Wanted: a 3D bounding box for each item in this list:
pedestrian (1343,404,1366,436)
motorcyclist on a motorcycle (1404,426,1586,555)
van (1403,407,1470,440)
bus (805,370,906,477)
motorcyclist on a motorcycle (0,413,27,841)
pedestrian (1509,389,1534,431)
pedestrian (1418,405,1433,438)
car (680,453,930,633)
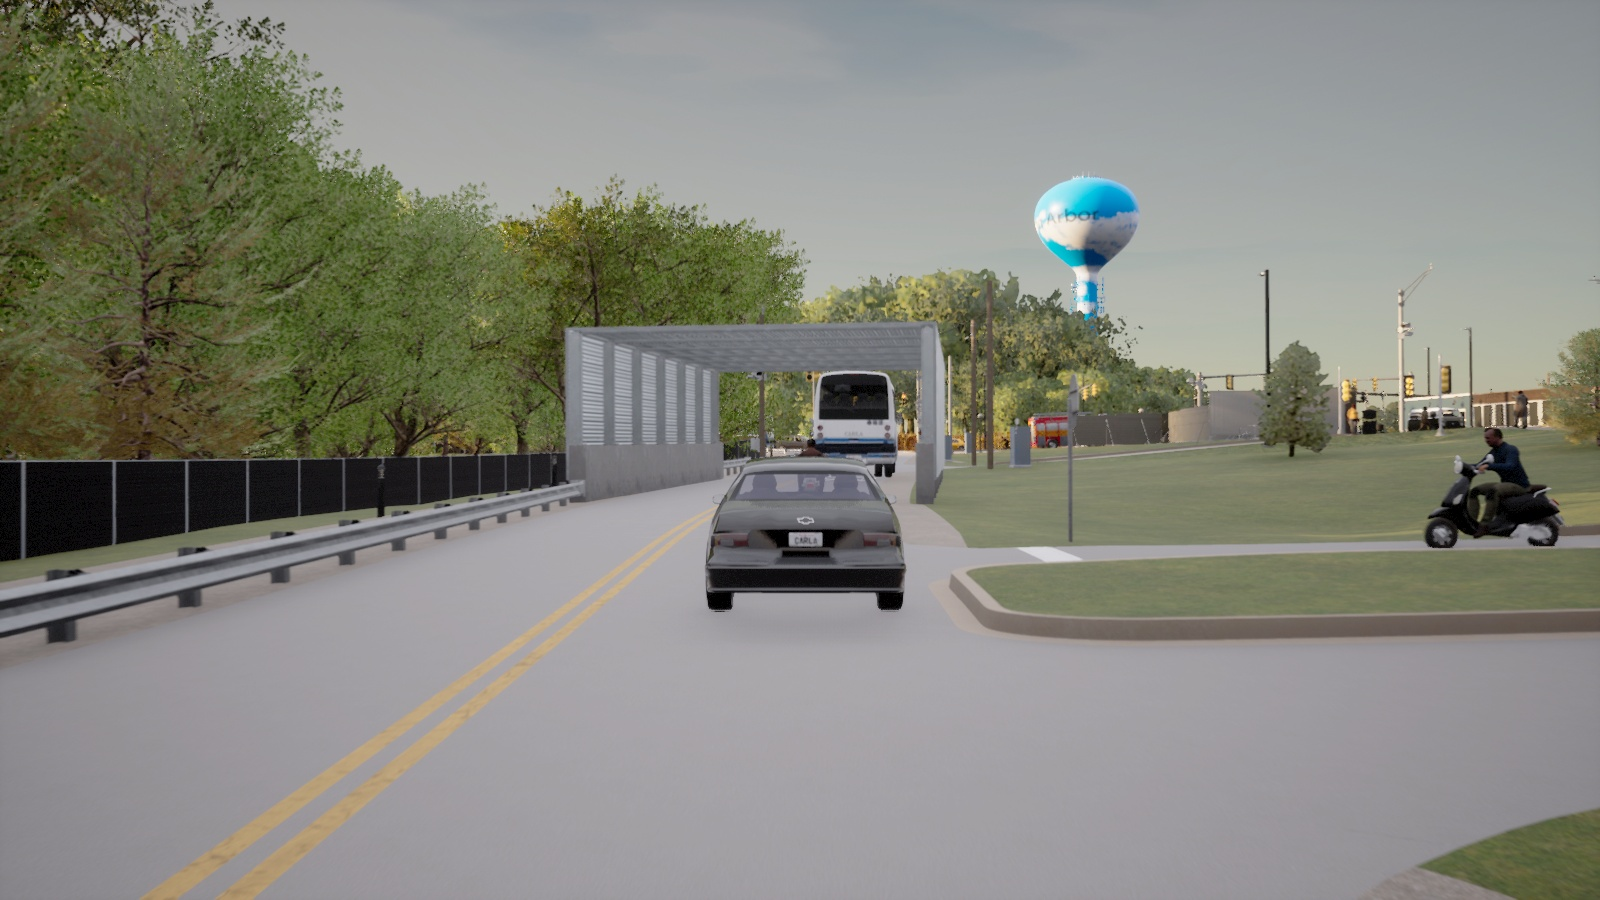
[{"bbox_3d":[32.548,-1.768,73.717,0.874,1.855,0.900,0,-1,-16],"label":"pedestrian"},{"bbox_3d":[8.882,0.514,16.109,1.817,1.590,0.866,-1,-1,-1],"label":"motorcyclist on a motorcycle"},{"bbox_3d":[41.502,-1.689,81.985,2.069,2.038,4.480,0,-1,-1],"label":"van"},{"bbox_3d":[2.620,-1.016,55.109,3.944,4.253,10.273,0,0,5],"label":"bus"},{"bbox_3d":[-3.467,0.686,3.828,0.766,1.649,2.350,0,0,0],"label":"motorcyclist on a motorcycle"},{"bbox_3d":[34.344,-1.899,59.787,0.659,1.952,0.873,0,-1,-1],"label":"pedestrian"},{"bbox_3d":[37.517,-1.721,75.272,0.692,1.930,0.396,0,-1,6],"label":"pedestrian"},{"bbox_3d":[0.044,0.765,12.883,2.033,1.411,5.357,0,0,0],"label":"car"}]
